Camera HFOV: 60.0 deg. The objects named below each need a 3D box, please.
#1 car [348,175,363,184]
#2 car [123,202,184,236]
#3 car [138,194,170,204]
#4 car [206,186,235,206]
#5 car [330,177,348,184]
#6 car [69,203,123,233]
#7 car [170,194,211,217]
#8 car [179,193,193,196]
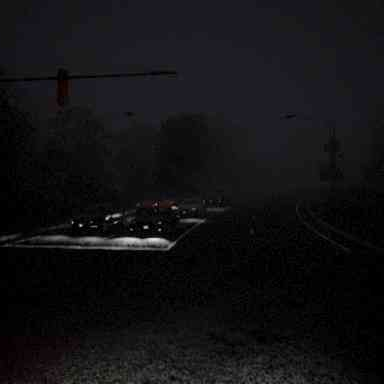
[{"bbox_3d":[41.023,-3.163,83.717,5.566,2.045,2.150,-4,3,-40],"label":"car"},{"bbox_3d":[-1.965,1.516,18.304,1.994,1.385,4.181,0,1,9],"label":"car"},{"bbox_3d":[-3.298,1.045,29.264,2.097,1.767,4.553,0,2,15],"label":"car"},{"bbox_3d":[2.977,0.453,38.297,2.150,2.045,5.566,0,3,20],"label":"car"},{"bbox_3d":[36.925,-2.889,84.683,4.553,1.767,2.097,-5,3,-42],"label":"car"},{"bbox_3d":[-5.310,1.442,19.489,1.837,1.490,4.892,0,1,10],"label":"car"},{"bbox_3d":[-0.009,1.236,28.083,1.812,1.442,4.674,0,2,15],"label":"car"},{"bbox_3d":[-0.574,0.832,38.740,1.994,1.385,4.181,0,3,18],"label":"car"}]
